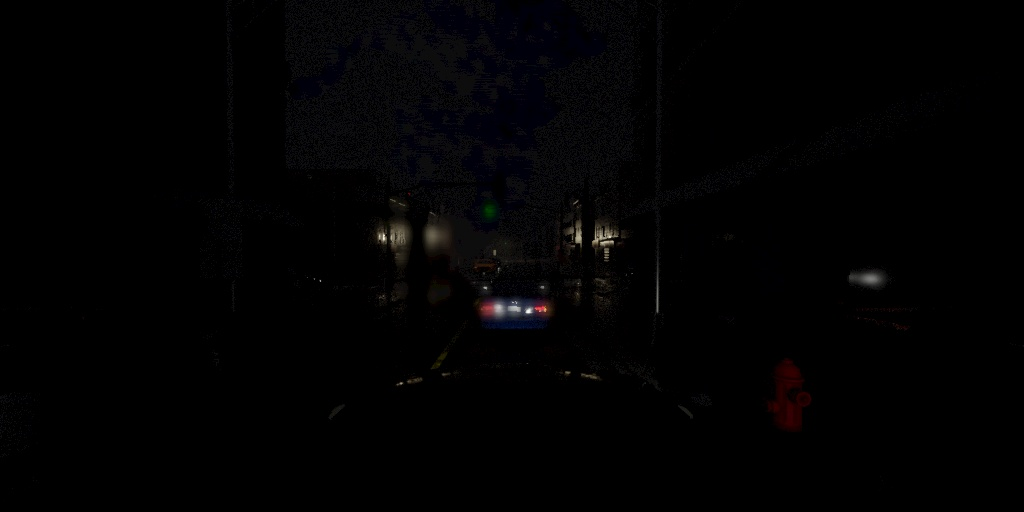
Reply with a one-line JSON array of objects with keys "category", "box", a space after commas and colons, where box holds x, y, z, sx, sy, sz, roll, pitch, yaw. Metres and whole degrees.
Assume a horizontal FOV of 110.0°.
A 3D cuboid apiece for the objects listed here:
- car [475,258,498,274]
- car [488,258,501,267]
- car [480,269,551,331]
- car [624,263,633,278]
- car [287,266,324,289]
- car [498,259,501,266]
[{"category": "car", "box": [-2.851, 1.082, 38.708, 1.882, 1.535, 5.008, 0, 0, 0]}, {"category": "car", "box": [-2.840, 1.063, 58.939, 1.895, 1.301, 4.718, 0, 0, 0]}, {"category": "car", "box": [0.088, 1.286, 10.850, 2.033, 1.411, 5.357, 0, 0, 0]}, {"category": "car", "box": [10.572, 0.732, 26.162, 4.553, 1.767, 2.097, -2, 1, 1]}, {"category": "car", "box": [-14.800, 1.378, 23.102, 4.892, 1.490, 1.837, 0, 1, -2]}, {"category": "car", "box": [-2.852, 1.042, 48.911, 1.837, 1.490, 4.892, 0, 0, 0]}]
